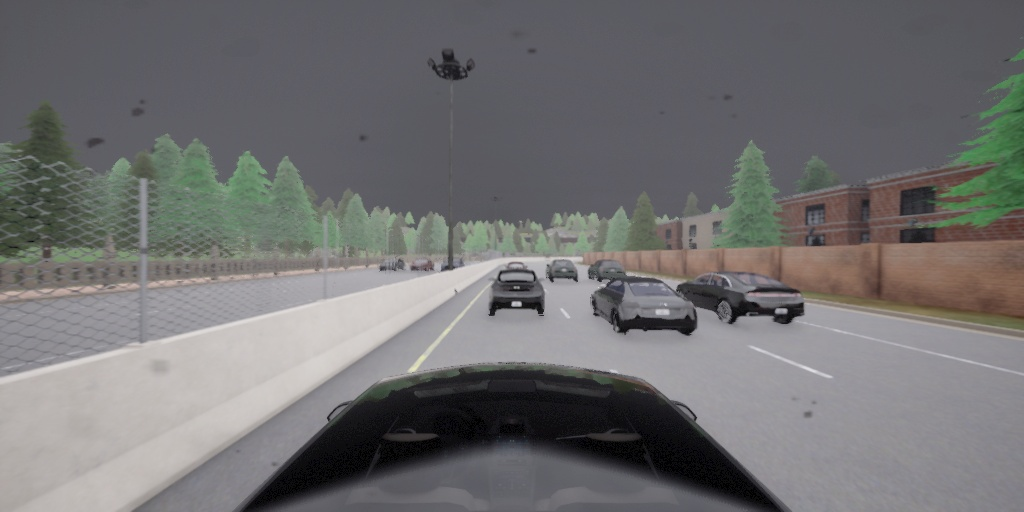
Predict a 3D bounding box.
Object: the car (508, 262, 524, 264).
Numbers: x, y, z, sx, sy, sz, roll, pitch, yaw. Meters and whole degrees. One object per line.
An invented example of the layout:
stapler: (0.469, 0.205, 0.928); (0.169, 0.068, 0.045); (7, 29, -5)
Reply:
car: (0.313, 1.184, 29.402); (1.812, 1.442, 4.674); (0, 0, 0)

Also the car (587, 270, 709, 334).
car: (3.636, 1.304, 10.586); (1.994, 1.385, 4.181); (0, 0, 1)

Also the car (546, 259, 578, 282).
car: (3.805, 1.034, 28.127); (2.097, 1.767, 4.553); (0, 0, 1)

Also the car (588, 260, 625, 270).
car: (7.305, 1.053, 28.092); (2.097, 1.767, 4.553); (0, 0, 1)

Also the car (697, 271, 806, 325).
car: (7.155, 1.246, 11.907); (2.128, 1.511, 4.902); (0, 0, 1)

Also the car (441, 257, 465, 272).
car: (-6.747, 0.931, 41.390); (2.097, 1.767, 4.553); (0, 0, 1)

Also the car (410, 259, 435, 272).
car: (-10.250, 1.038, 41.291); (1.882, 1.535, 5.008); (0, 0, 1)

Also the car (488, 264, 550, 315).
car: (0.172, 1.216, 13.358); (1.837, 1.490, 4.892); (0, 0, 1)

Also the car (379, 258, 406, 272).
car: (-13.745, 1.045, 41.518); (1.837, 1.490, 4.892); (0, 0, 1)
